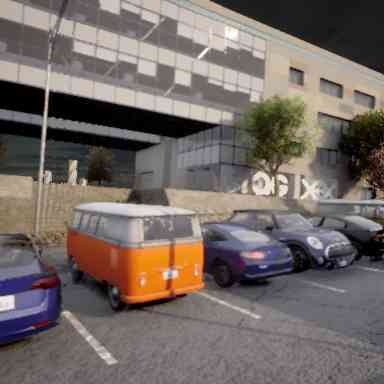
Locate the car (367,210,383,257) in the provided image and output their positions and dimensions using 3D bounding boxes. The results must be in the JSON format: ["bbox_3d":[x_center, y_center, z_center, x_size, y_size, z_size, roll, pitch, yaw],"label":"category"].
[{"bbox_3d":[5.126,1.540,12.643,2.097,1.535,5.008,0,0,-36],"label":"car"}]

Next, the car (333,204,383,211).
[{"bbox_3d":[9.763,1.571,15.978,2.231,1.521,4.892,0,0,-36],"label":"car"}]

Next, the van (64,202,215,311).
[{"bbox_3d":[-1.656,1.270,7.937,1.878,1.987,4.442,0,0,-36],"label":"van"}]

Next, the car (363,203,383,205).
[{"bbox_3d":[12.042,1.586,17.595,2.231,1.521,4.892,0,0,-36],"label":"car"}]

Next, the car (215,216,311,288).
[{"bbox_3d":[0.683,1.551,9.465,2.002,1.452,4.674,0,0,-36],"label":"car"}]

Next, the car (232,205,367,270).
[{"bbox_3d":[2.935,1.400,11.118,2.185,1.767,4.553,0,0,-36],"label":"car"}]

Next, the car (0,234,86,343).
[{"bbox_3d":[-3.879,1.511,6.236,2.163,1.488,4.792,0,0,-36],"label":"car"}]
